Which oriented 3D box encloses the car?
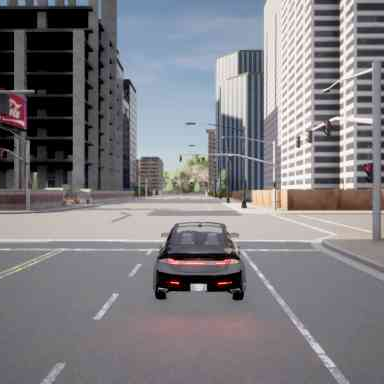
[{"bbox_3d":[0.199,1.492,8.365,2.128,1.511,4.902,0,0,2],"label":"car"}]
